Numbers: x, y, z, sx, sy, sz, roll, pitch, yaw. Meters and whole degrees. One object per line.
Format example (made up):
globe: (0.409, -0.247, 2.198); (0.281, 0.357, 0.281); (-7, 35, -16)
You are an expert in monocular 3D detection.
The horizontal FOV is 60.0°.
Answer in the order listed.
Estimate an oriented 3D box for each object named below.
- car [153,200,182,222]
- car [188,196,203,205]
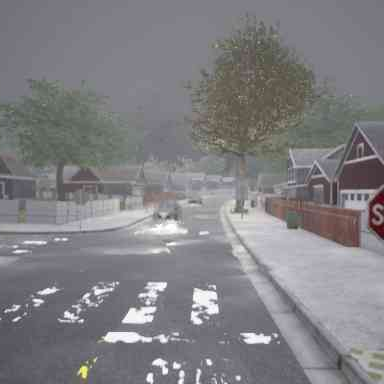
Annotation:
car: (-1.836, 1.424, 26.071); (2.128, 1.511, 4.902); (0, 0, 4)
car: (0.558, 1.249, 51.671); (1.994, 1.385, 4.181); (0, 1, 7)
